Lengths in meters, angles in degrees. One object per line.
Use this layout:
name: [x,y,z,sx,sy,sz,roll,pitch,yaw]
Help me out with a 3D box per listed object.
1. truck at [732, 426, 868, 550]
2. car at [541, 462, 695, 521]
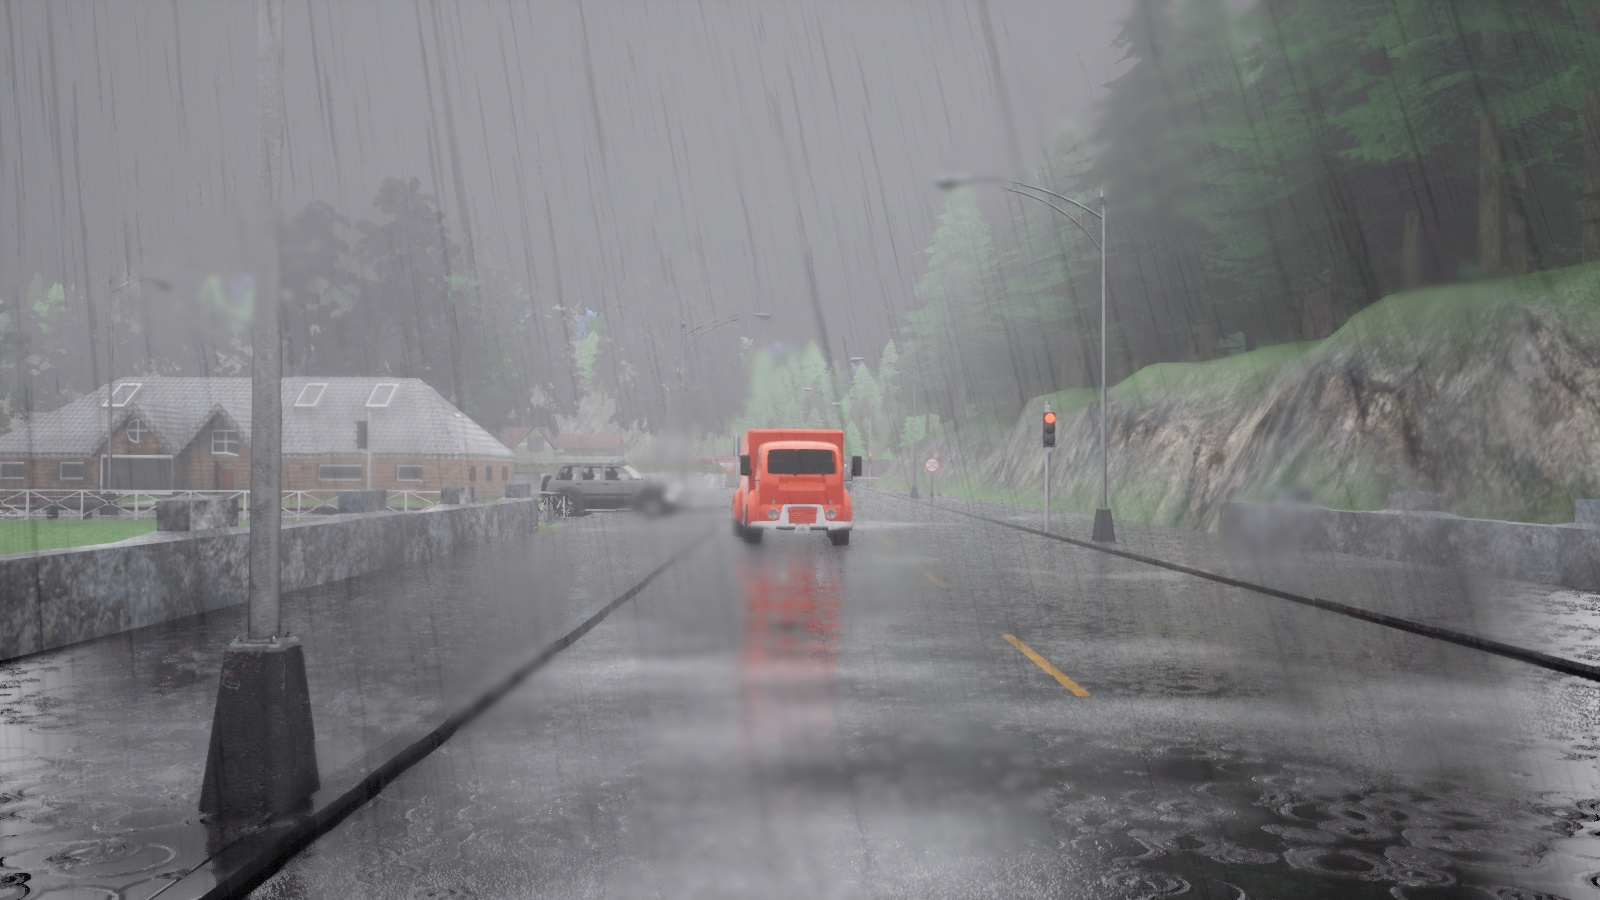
truck: [-0.131,0.788,27.657,2.627,2.467,5.204,0,-1,-4]
car: [-5.882,1.341,40.921,4.605,1.855,1.932,0,-1,7]
